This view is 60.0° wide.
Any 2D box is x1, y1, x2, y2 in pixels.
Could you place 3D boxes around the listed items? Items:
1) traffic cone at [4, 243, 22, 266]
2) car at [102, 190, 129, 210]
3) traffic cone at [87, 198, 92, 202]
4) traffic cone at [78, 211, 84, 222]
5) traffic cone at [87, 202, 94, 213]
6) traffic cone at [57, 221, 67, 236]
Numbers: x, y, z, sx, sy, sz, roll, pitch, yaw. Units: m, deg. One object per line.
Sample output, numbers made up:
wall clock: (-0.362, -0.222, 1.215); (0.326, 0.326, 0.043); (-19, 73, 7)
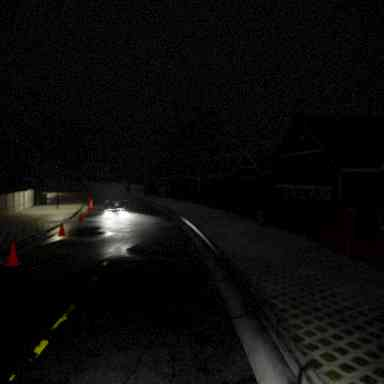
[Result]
traffic cone: (-4.860, 1.681, 9.038); (0.340, 0.580, 0.340); (0, 2, -5)
car: (-6.283, 0.582, 27.261); (2.128, 1.511, 4.902); (-1, 2, -16)
traffic cone: (-8.491, 1.015, 28.192); (0.340, 0.580, 0.340); (-1, 2, -16)
traffic cone: (-6.228, 1.359, 18.700); (0.340, 0.580, 0.340); (0, 2, -11)
traffic cone: (-7.248, 1.187, 23.472); (0.340, 0.580, 0.340); (-1, 2, -13)
traffic cone: (-5.431, 1.523, 13.885); (0.340, 0.580, 0.340); (0, 2, -8)
